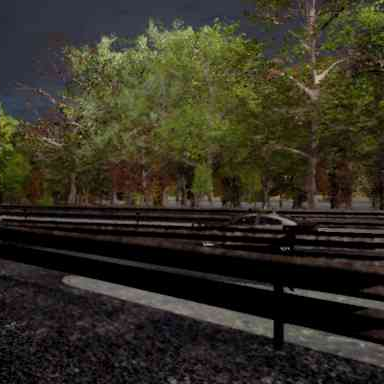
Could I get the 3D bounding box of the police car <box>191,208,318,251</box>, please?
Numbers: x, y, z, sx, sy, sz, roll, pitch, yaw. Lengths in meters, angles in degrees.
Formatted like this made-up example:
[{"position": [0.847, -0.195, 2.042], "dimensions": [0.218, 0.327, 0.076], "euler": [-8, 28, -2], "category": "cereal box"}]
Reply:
[{"position": [2.409, 1.498, 13.519], "dimensions": [5.238, 1.638, 1.930], "euler": [0, 0, 23], "category": "police car"}]
